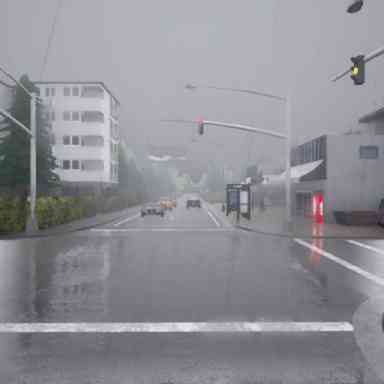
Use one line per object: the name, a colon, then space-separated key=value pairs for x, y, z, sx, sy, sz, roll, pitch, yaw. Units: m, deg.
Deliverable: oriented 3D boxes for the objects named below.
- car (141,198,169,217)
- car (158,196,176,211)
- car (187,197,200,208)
car: x=-3.522 y=1.561 z=30.989 sx=1.994 sy=1.385 sz=4.181 roll=0 pitch=0 yaw=0
car: x=-3.490 y=1.349 z=40.690 sx=2.097 sy=1.767 sz=4.553 roll=0 pitch=0 yaw=0
car: x=0.221 y=1.474 z=47.506 sx=1.882 sy=1.535 sz=5.008 roll=0 pitch=0 yaw=0
